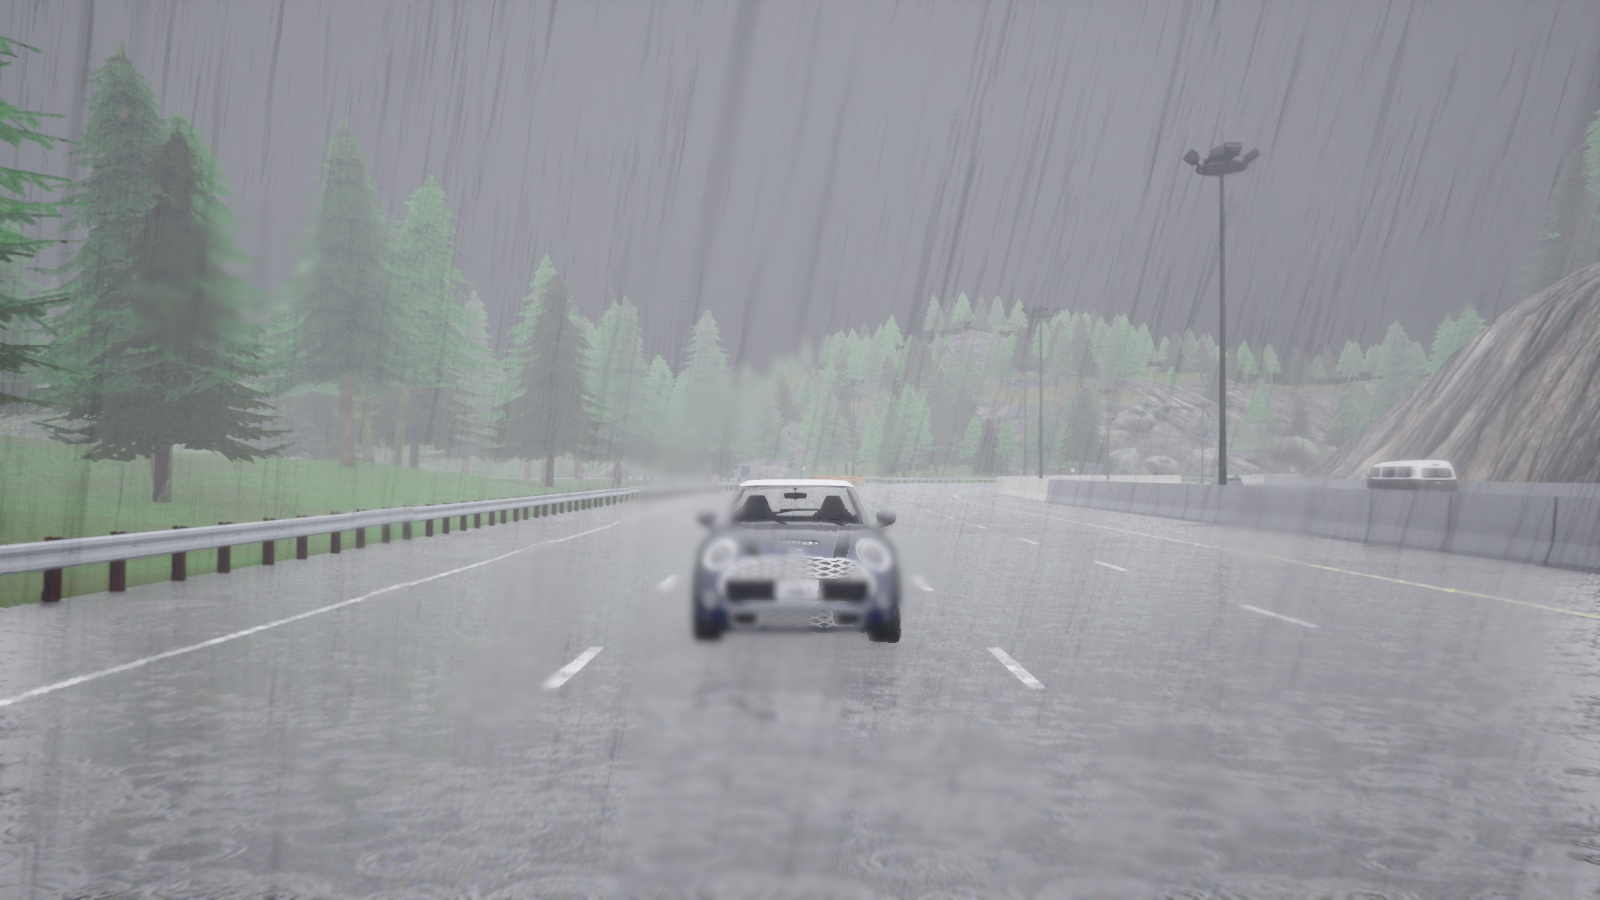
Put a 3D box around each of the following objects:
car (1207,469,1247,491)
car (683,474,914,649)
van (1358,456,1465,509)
[{"bbox_3d":[31.053,2.177,91.443,2.128,1.511,4.902,0,-1,11],"label":"car"},{"bbox_3d":[-0.025,0.992,12.633,1.970,1.475,3.806,0,-1,0],"label":"car"},{"bbox_3d":[24.377,1.282,50.274,2.069,2.038,4.480,0,-1,0],"label":"van"}]
